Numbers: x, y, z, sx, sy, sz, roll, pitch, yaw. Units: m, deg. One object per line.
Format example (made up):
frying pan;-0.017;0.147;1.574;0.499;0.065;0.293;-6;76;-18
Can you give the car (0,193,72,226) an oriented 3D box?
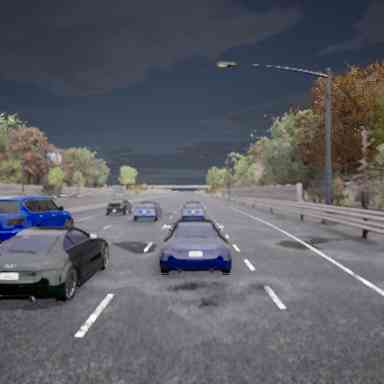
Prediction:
car;-6.906;1.179;14.017;2.150;2.045;5.566;0;0;0

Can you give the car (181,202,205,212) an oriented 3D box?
car;0.090;1.474;26.332;2.033;1.411;5.357;0;0;0

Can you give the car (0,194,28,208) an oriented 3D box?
car;-24.589;1.238;45.337;2.097;1.767;4.553;0;0;0

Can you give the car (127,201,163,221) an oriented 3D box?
car;-3.408;1.474;26.296;2.033;1.411;5.357;0;0;0

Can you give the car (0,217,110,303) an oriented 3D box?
car;-3.404;1.538;8.211;1.994;1.385;4.181;0;0;0

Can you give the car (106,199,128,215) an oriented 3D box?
car;-6.912;1.418;32.077;1.837;1.490;4.892;0;0;0

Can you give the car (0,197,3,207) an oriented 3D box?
car;-28.084;1.393;45.414;1.837;1.490;4.892;0;0;0

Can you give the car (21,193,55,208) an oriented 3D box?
car;-21.091;1.110;45.803;2.150;2.045;5.566;0;0;0

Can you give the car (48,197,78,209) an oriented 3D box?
car;-17.595;1.434;45.615;2.033;1.411;5.357;0;0;0

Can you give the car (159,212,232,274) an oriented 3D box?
car;0.095;1.531;10.428;1.994;1.385;4.181;0;0;0
